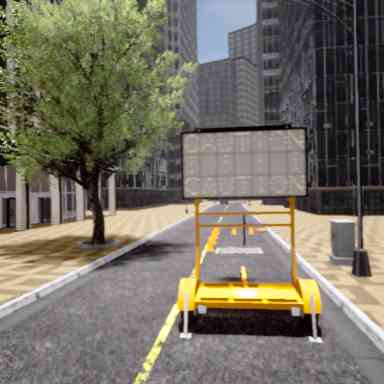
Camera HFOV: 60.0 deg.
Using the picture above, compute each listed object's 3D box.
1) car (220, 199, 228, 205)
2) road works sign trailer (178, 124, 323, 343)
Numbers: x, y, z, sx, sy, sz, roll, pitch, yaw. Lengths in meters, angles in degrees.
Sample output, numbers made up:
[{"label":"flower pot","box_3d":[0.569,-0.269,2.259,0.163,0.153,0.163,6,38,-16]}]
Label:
[{"label":"car","box_3d":[8.363,2.613,86.138,1.994,1.385,4.181,-1,-1,10]},{"label":"road works sign trailer","box_3d":[1.024,0.525,6.585,2.380,3.560,2.880,-1,-1,7]}]
